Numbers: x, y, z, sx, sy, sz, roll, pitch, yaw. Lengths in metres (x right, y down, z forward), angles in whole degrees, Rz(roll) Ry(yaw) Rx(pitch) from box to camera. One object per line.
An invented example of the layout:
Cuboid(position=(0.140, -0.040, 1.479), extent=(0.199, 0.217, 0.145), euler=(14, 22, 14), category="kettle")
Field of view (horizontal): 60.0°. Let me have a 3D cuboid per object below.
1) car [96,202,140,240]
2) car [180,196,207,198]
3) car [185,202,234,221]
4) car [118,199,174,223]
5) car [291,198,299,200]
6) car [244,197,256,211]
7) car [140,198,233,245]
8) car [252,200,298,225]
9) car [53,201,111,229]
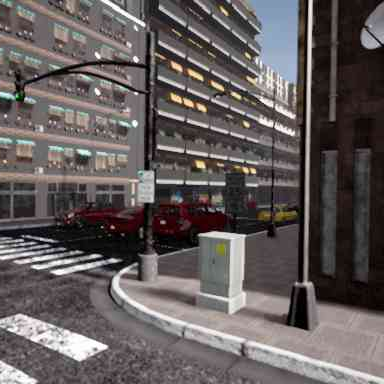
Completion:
Cuboid(position=(-2.274, 1.520, 17.590), extent=(1.882, 1.535, 5.008), euler=(1, 1, 35), category="car")
Cuboid(position=(-0.242, 1.264, 30.218), extent=(2.192, 1.841, 5.009), euler=(1, 1, 36), category="car")
Cuboid(position=(1.618, 1.599, 28.372), extent=(1.895, 1.301, 4.718), euler=(1, 1, 36), category="car")
Cuboid(position=(-3.465, 1.378, 25.707), extent=(1.967, 1.590, 4.097), euler=(1, 1, 36), category="car")
Cuboid(position=(14.835, 1.535, 46.744), extent=(1.882, 1.535, 5.008), euler=(1, 0, 36), category="car")
Cuboid(position=(6.199, 1.414, 39.242), extent=(1.967, 1.590, 4.097), euler=(1, 1, 36), category="car")
Cuboid(position=(0.132, 1.404, 16.323), extent=(2.192, 1.841, 5.009), euler=(1, 1, 36), category="car")
Cuboid(position=(6.674, 1.638, 25.491), extent=(1.752, 1.417, 4.829), euler=(1, 1, 36), category="car")
Cuboid(position=(-6.687, 1.366, 21.195), extent=(1.967, 1.590, 4.097), euler=(1, 1, 36), category="car")
